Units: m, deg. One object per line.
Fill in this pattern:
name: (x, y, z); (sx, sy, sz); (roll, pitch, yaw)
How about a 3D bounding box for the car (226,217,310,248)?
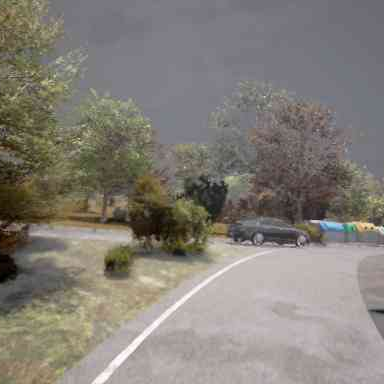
car: (4.193, 2.153, 17.994); (4.892, 1.490, 1.837); (7, -6, -26)
